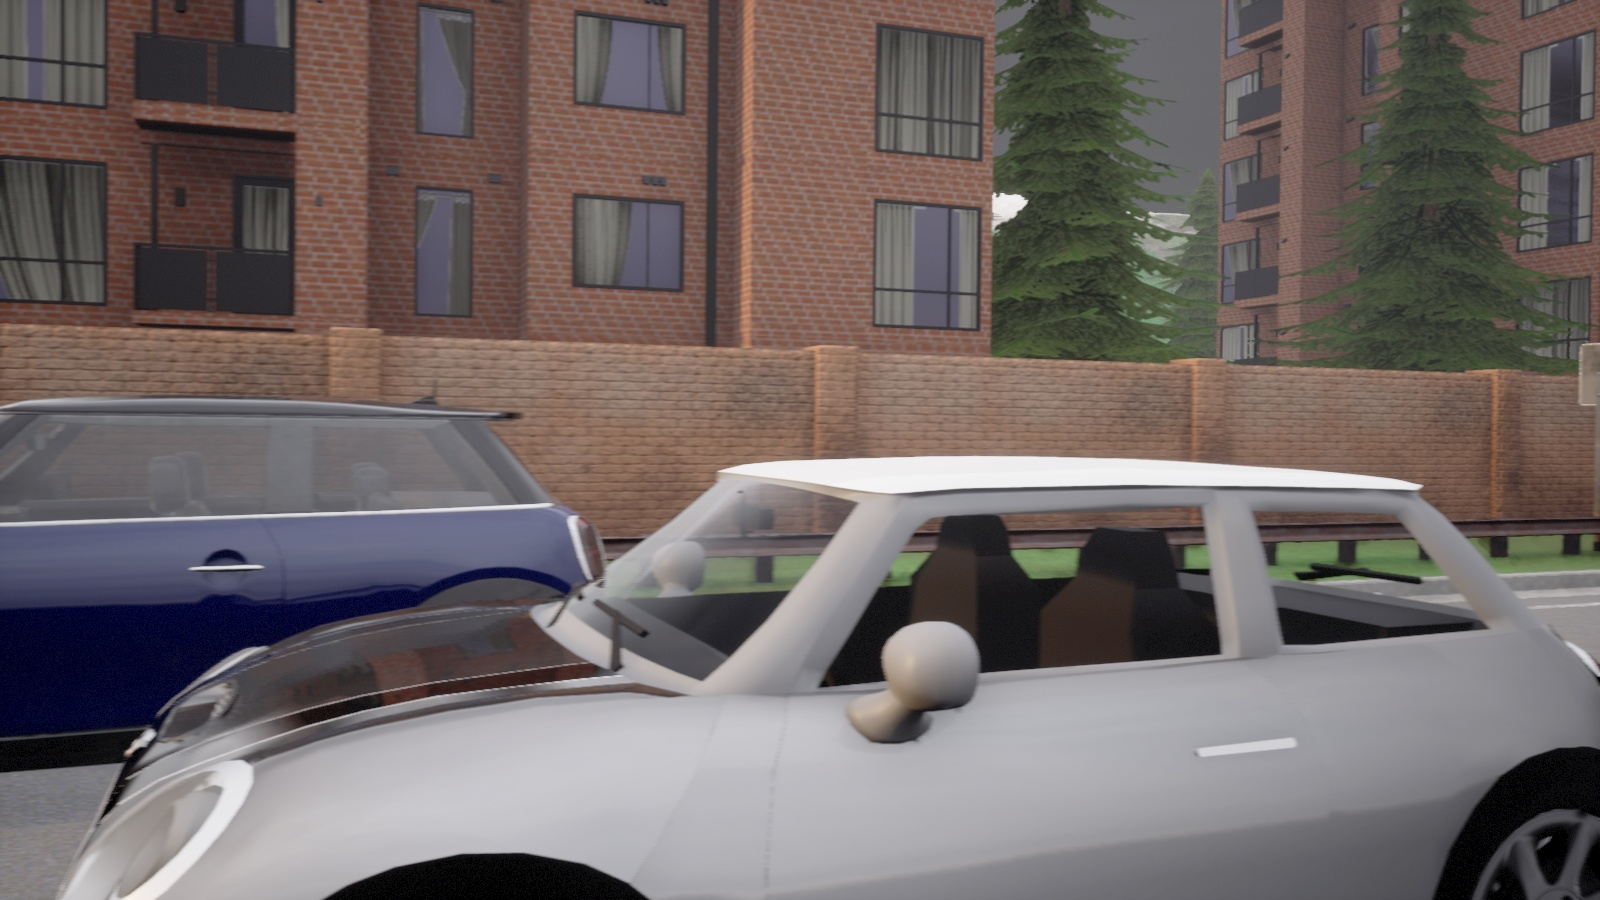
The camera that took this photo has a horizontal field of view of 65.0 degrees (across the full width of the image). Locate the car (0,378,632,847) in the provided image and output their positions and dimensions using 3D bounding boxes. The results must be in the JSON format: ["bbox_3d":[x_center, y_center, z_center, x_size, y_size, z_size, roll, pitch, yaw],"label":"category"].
[{"bbox_3d":[-3.256,0.598,5.745,4.553,1.767,2.097,-1,1,-21],"label":"car"}]

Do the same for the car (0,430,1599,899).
[{"bbox_3d":[0.137,0.708,3.291,3.806,1.475,1.970,-1,1,-21],"label":"car"}]
